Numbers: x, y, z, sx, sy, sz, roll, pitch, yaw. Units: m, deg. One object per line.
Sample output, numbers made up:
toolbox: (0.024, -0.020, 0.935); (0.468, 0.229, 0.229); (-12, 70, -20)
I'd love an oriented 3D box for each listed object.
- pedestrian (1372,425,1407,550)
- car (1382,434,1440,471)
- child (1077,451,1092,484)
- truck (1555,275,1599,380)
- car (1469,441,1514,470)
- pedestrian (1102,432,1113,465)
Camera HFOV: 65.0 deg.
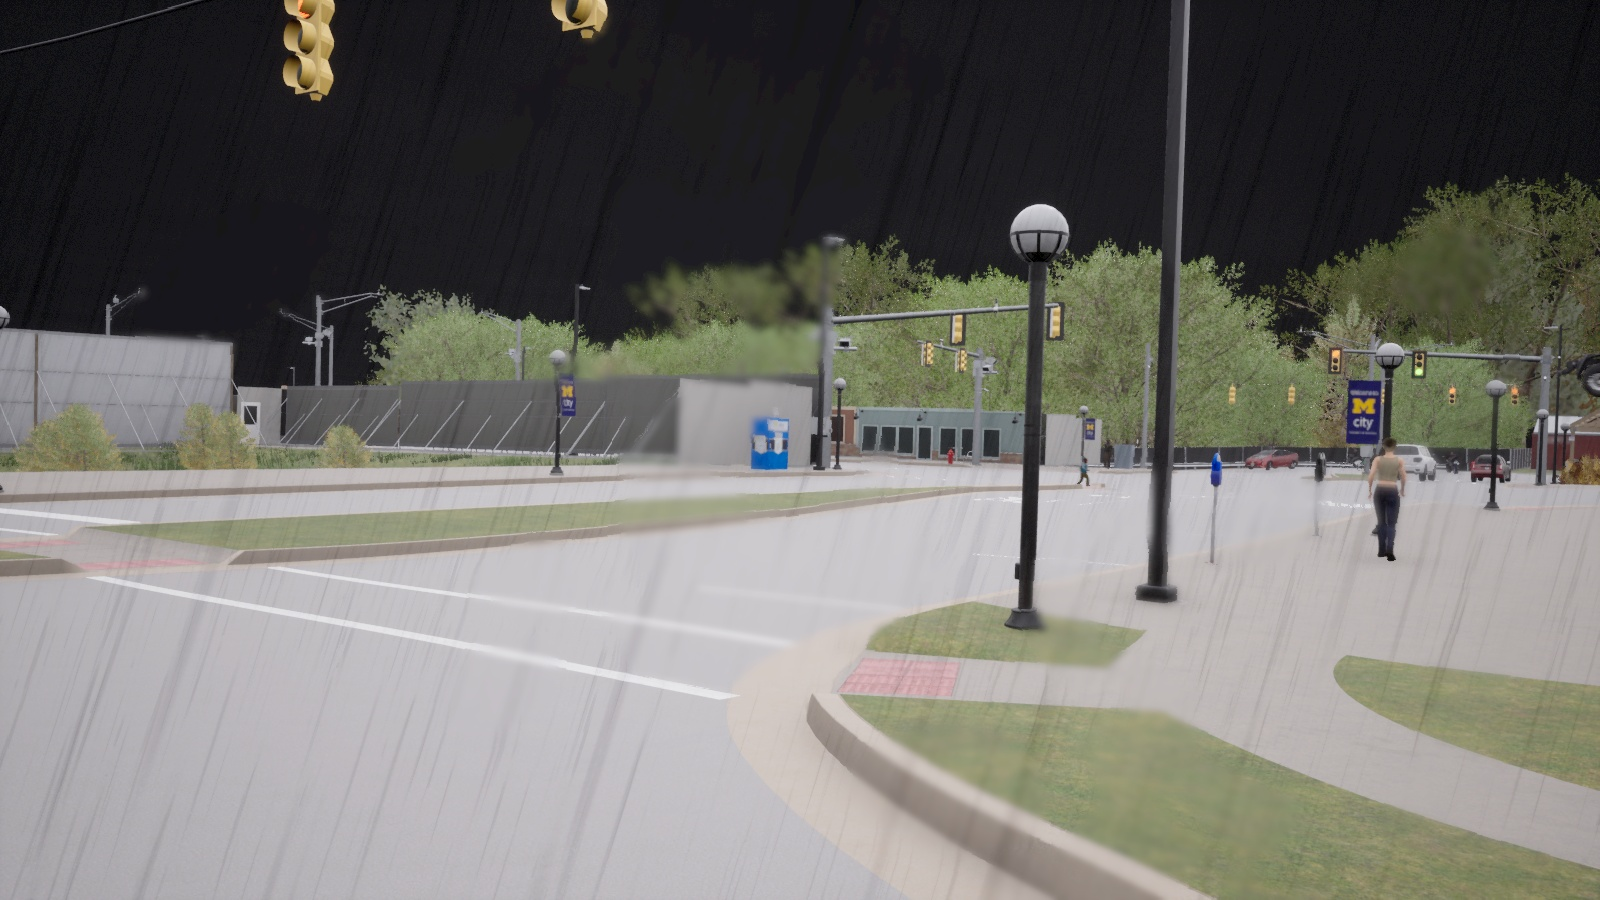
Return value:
pedestrian: (8.845, 0.543, 18.843); (0.345, 1.836, 0.594); (2, 2, 34)
car: (35.007, 0.158, 71.873); (2.150, 2.045, 5.566); (0, 0, 35)
child: (10.716, 0.652, 47.339); (0.448, 1.192, 0.343); (2, 2, 36)
truck: (30.148, -4.363, 42.226); (7.936, 3.462, 2.891); (-3, 2, 32)
car: (40.737, 0.294, 73.918); (1.851, 1.617, 3.988); (0, 1, 36)
pedestrian: (18.514, -0.102, 75.643); (0.395, 1.930, 0.692); (2, 2, 38)
